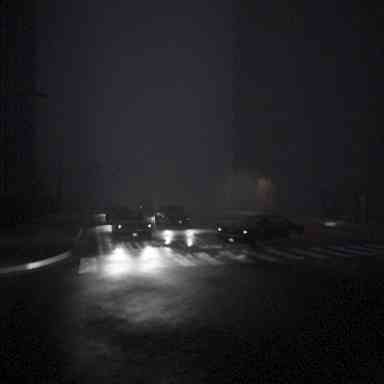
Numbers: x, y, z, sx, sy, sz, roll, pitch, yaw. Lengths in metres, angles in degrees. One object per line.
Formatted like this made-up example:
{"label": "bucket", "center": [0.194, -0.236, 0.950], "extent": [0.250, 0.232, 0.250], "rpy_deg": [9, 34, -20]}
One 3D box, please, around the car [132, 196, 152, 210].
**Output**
{"label": "car", "center": [-5.179, 1.643, 36.731], "extent": [2.097, 1.767, 4.553], "rpy_deg": [0, -1, -16]}

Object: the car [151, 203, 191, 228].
{"label": "car", "center": [-1.440, 1.712, 24.013], "extent": [1.837, 1.490, 4.892], "rpy_deg": [0, 0, -16]}

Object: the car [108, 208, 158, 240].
{"label": "car", "center": [-3.375, 1.758, 18.216], "extent": [1.895, 1.301, 4.718], "rpy_deg": [0, 0, -16]}

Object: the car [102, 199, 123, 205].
{"label": "car", "center": [-9.580, 1.798, 39.339], "extent": [1.837, 1.490, 4.892], "rpy_deg": [0, -1, -16]}

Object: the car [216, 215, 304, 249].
{"label": "car", "center": [3.300, 1.767, 15.769], "extent": [4.718, 1.301, 1.895], "rpy_deg": [1, -1, -42]}

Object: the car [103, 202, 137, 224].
{"label": "car", "center": [-5.861, 1.774, 26.630], "extent": [1.994, 1.385, 4.181], "rpy_deg": [0, 0, -16]}
